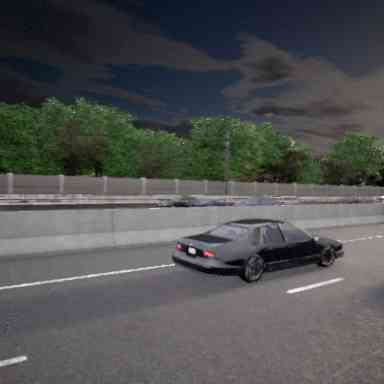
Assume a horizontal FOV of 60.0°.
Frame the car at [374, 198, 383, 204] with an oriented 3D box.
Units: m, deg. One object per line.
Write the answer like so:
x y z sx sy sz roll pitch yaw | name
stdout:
30.243 1.498 50.343 4.902 1.511 2.128 1 1 -34 | car

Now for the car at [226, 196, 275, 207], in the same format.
5.584 1.119 28.849 4.553 1.767 2.097 0 1 -35 | car

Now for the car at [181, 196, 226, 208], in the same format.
1.695 1.282 30.436 4.718 1.301 1.895 1 1 -34 | car

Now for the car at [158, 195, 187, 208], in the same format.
-1.031 1.111 32.810 4.892 1.490 1.837 1 1 -34 | car

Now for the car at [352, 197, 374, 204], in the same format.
27.624 1.474 52.776 5.357 1.411 2.033 1 1 -34 | car

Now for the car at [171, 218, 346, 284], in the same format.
2.064 1.470 9.357 5.357 1.411 2.033 1 1 -35 | car

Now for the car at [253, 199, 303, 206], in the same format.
7.336 1.434 25.812 4.718 1.301 1.895 1 1 -34 | car
